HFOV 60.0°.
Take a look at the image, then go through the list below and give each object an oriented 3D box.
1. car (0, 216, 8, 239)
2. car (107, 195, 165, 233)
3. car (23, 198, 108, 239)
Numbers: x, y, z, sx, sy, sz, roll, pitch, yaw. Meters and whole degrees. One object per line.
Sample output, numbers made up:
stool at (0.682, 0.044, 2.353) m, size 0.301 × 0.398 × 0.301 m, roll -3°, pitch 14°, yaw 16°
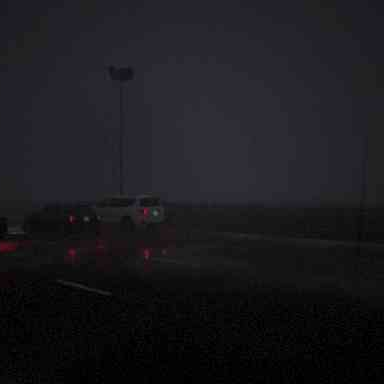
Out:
car at (-10.833, 1.483, 16.034) m, size 5.008 × 1.535 × 1.882 m, roll 0°, pitch 0°, yaw 36°
car at (-4.181, 1.226, 19.884) m, size 5.566 × 2.045 × 2.150 m, roll 0°, pitch 0°, yaw 36°
car at (-6.882, 1.357, 17.509) m, size 4.553 × 1.767 × 2.097 m, roll 0°, pitch 0°, yaw 36°
